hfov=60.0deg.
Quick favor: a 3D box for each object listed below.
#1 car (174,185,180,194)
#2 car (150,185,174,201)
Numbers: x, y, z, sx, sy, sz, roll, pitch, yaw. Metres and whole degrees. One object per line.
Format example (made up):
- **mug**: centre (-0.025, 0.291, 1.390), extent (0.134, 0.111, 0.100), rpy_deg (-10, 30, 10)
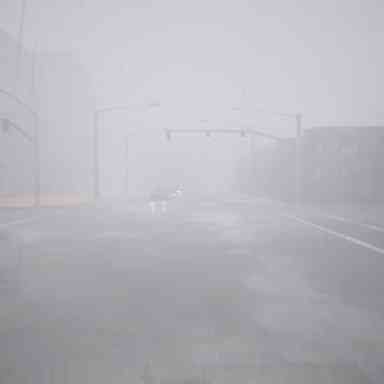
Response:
- **car**: centre (-3.411, -0.339, 52.999), extent (1.994, 1.385, 4.181), rpy_deg (0, 2, 0)
- **car**: centre (-3.486, 0.232, 36.981), extent (2.033, 1.411, 5.357), rpy_deg (0, 2, 0)
